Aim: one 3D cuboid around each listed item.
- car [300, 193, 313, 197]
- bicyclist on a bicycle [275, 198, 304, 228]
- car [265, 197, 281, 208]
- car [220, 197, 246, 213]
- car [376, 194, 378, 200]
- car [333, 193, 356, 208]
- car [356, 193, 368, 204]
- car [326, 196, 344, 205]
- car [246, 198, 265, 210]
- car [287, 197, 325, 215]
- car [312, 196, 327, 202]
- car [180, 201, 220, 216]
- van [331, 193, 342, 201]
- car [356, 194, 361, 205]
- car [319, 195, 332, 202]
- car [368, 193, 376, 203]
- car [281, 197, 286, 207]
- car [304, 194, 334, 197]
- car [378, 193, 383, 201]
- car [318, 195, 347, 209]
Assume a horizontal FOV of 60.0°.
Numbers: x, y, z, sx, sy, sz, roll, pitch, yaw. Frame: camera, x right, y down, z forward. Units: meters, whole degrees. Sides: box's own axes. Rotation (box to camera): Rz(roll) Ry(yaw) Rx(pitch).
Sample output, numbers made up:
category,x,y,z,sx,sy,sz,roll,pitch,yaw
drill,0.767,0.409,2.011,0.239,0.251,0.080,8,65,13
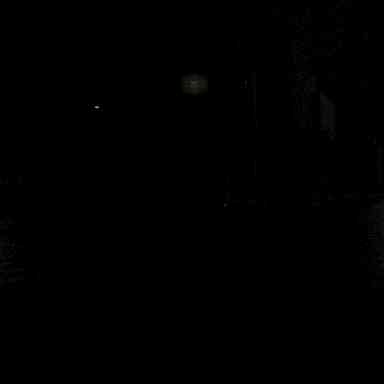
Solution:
category,x,y,z,sx,sy,sz,roll,pitch,yaw
car,19.894,1.415,59.499,1.887,1.381,4.507,0,0,35
bicyclist on a bicycle,5.340,1.177,18.373,1.656,1.620,0.582,-1,0,35
car,10.152,1.425,45.458,1.752,1.417,4.829,0,0,35
car,3.818,1.366,36.332,1.967,1.590,4.097,0,0,35
car,36.634,1.302,68.669,1.752,1.417,4.829,-1,0,35
car,20.463,1.136,45.367,2.192,1.841,5.009,0,0,35
car,26.892,1.117,54.632,2.192,1.841,5.009,0,0,35
car,23.262,1.353,53.908,1.812,1.442,4.674,-1,0,35
car,7.035,1.494,40.965,1.802,1.307,4.206,0,0,35
car,10.821,1.424,31.468,1.947,1.339,4.313,0,0,35
car,26.325,1.417,68.766,1.947,1.339,4.313,0,0,35
car,0.605,1.524,31.699,1.802,1.307,4.206,0,0,35
van,35.967,1.185,82.666,1.690,1.788,3.998,-1,0,35
car,23.679,1.377,49.999,1.947,1.339,4.313,0,0,35
car,29.539,1.426,73.398,1.802,1.307,4.206,0,0,35
car,33.322,1.099,63.898,2.192,1.841,5.009,0,0,35
car,13.464,1.455,50.232,1.947,1.339,4.313,0,0,35
car,17.399,1.336,45.456,2.128,1.511,4.902,-1,0,35
car,42.966,1.358,77.795,1.802,1.307,4.206,-1,0,35
car,17.249,1.377,40.734,1.887,1.381,4.507,0,0,35
